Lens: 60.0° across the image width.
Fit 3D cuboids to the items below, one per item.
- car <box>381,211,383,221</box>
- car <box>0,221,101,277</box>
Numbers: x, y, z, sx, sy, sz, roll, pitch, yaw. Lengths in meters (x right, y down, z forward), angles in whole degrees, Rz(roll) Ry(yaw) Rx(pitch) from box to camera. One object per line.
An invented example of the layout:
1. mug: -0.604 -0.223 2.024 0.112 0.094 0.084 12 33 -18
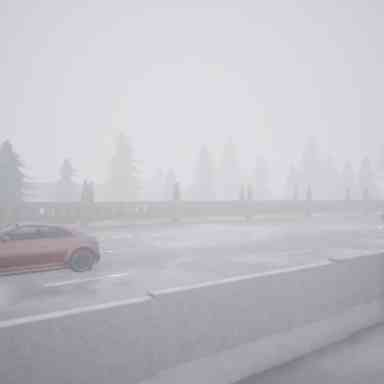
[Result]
1. car: 15.607 1.484 23.454 4.902 1.511 2.128 0 0 -20
2. car: -4.661 1.520 9.043 4.181 1.385 1.994 0 0 -34
